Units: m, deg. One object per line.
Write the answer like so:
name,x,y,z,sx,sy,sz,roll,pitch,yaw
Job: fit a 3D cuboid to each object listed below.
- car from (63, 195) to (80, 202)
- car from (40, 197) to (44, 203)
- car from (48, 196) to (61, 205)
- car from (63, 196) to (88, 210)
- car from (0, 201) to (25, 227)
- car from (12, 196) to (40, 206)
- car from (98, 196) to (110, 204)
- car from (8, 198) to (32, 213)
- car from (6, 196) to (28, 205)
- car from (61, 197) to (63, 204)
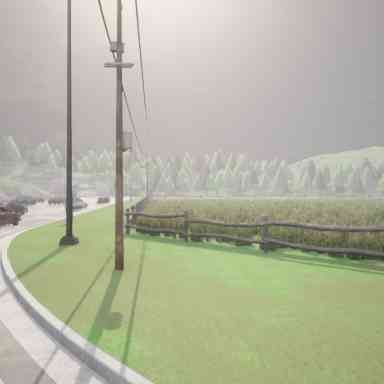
car,-24.879,1.372,68.726,2.033,1.411,5.357,0,0,-7
car,-31.881,1.552,68.337,1.994,1.385,4.181,0,0,-7
car,-23.688,1.504,58.374,1.837,1.490,4.892,0,0,-7
car,-14.768,1.600,42.958,1.895,1.301,4.718,0,0,-7
car,-12.155,1.525,20.241,1.812,1.442,4.674,0,0,-7
car,-26.490,1.352,52.979,2.097,1.767,4.553,0,0,-7
car,-17.437,1.477,66.161,1.882,1.535,5.008,0,0,-7
car,-16.829,1.547,30.246,2.033,1.411,5.357,0,0,-7
car,-30.750,1.525,58.536,1.812,1.442,4.674,0,0,-7
car,-19.663,1.525,54.876,1.812,1.442,4.674,0,0,-7
